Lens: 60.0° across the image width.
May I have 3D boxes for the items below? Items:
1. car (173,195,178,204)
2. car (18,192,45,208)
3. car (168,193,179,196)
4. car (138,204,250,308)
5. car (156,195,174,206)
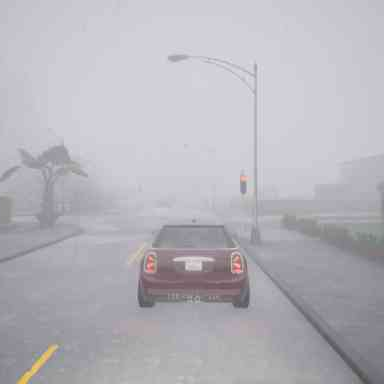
[{"bbox_3d":[-4.022,1.589,57.801,1.895,1.301,4.718,0,0,0],"label":"car"},{"bbox_3d":[-19.721,0.977,41.964,1.905,1.878,3.866,0,0,35],"label":"car"},{"bbox_3d":[-3.943,1.207,68.195,2.150,2.045,5.566,0,0,1],"label":"car"},{"bbox_3d":[0.052,1.350,8.086,2.097,1.767,4.553,0,0,1],"label":"car"},{"bbox_3d":[-4.052,1.554,47.899,1.994,1.385,4.181,0,0,0],"label":"car"}]
